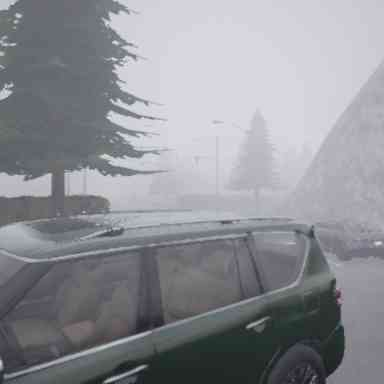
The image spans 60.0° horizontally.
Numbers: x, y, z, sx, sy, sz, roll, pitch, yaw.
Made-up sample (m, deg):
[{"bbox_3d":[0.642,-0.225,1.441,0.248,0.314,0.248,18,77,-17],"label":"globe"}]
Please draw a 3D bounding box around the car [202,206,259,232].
[{"bbox_3d":[2.430,1.720,22.152,1.994,1.385,4.181,1,0,-22],"label":"car"}]

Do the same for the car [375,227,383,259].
[{"bbox_3d":[5.776,1.691,13.026,1.994,1.385,4.181,1,0,-12],"label":"car"}]

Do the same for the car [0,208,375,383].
[{"bbox_3d":[-0.919,1.231,2.798,5.566,2.045,2.150,1,1,-37],"label":"car"}]
